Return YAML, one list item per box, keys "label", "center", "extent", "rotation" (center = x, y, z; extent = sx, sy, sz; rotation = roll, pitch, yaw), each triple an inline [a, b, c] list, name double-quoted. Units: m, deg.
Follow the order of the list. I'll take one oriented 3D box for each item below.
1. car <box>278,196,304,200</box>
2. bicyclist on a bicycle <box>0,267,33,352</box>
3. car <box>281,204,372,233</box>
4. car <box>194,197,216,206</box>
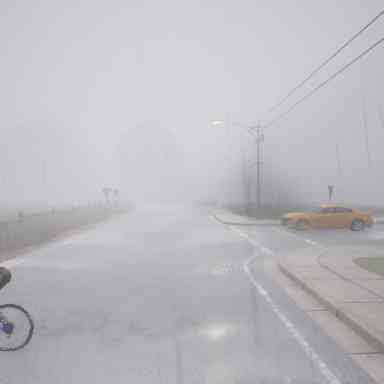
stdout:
- label: "car"
  center: [17.802, 1.477, 59.518]
  extent: [5.008, 1.535, 1.882]
  rotation: [0, 0, -3]
- label: "bicyclist on a bicycle"
  center: [-3.055, 1.453, 4.644]
  extent: [1.656, 1.620, 0.582]
  rotation: [-1, 0, -1]
- label: "car"
  center: [7.741, 1.478, 19.315]
  extent: [5.008, 1.535, 1.882]
  rotation: [0, 0, -1]
- label: "car"
  center: [2.049, 1.491, 52.826]
  extent: [1.812, 1.442, 4.674]
  rotation: [0, 0, 34]
